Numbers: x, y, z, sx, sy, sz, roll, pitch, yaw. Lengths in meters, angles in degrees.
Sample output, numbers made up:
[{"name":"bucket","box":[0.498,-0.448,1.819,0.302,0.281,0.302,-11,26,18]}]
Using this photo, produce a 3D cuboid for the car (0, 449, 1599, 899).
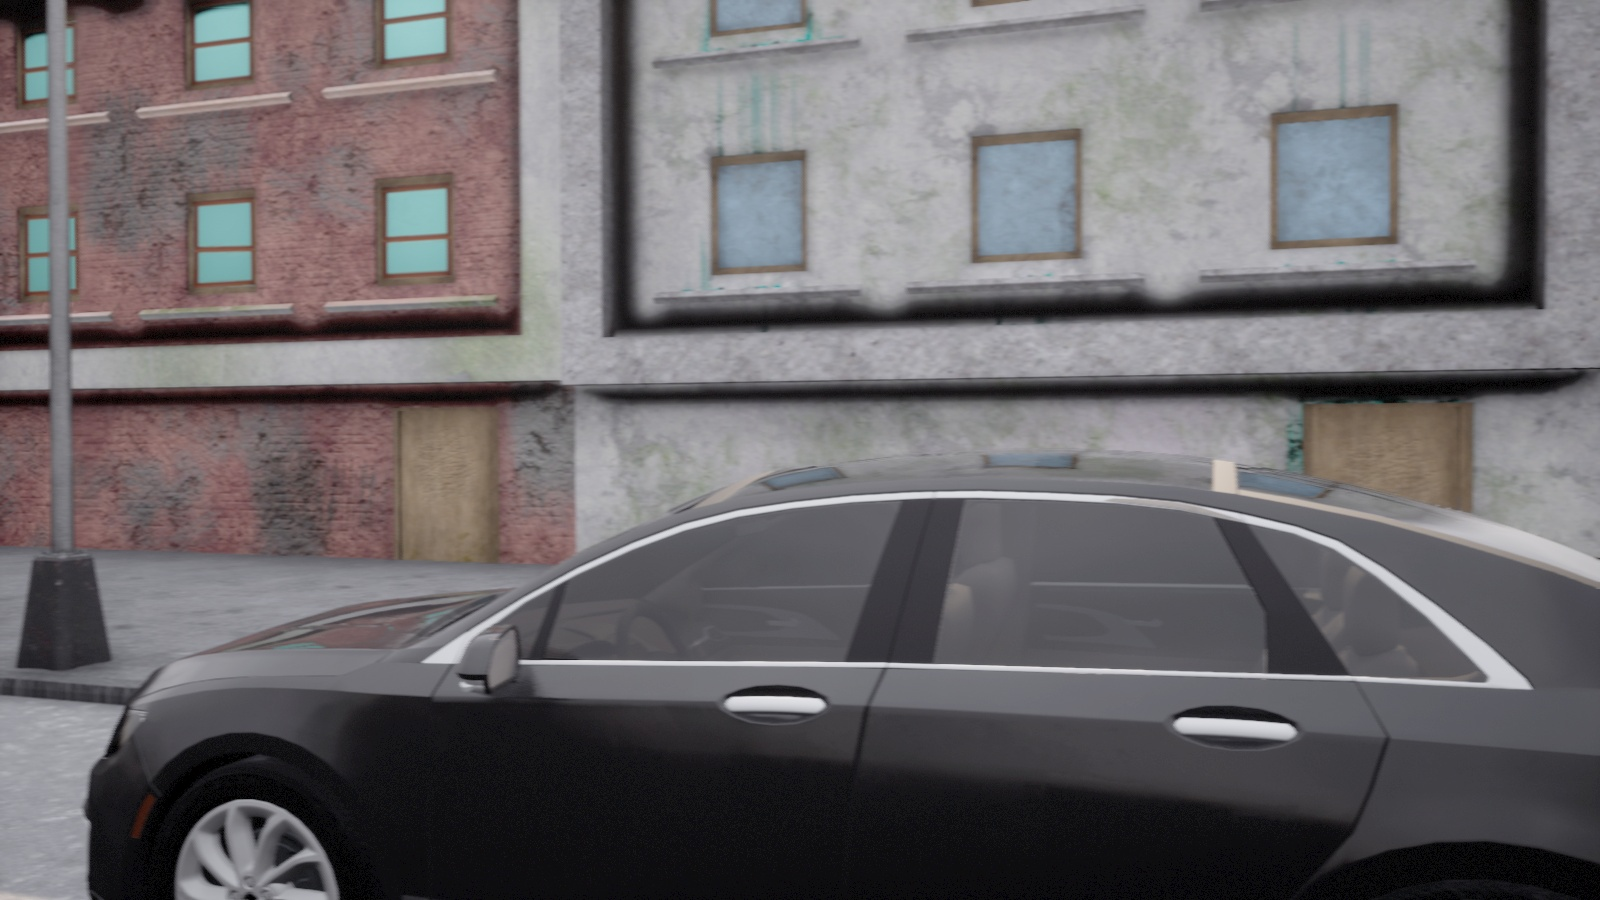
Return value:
[{"name":"car","box":[0.220,0.774,3.652,4.892,1.490,1.837,1,1,19]}]
